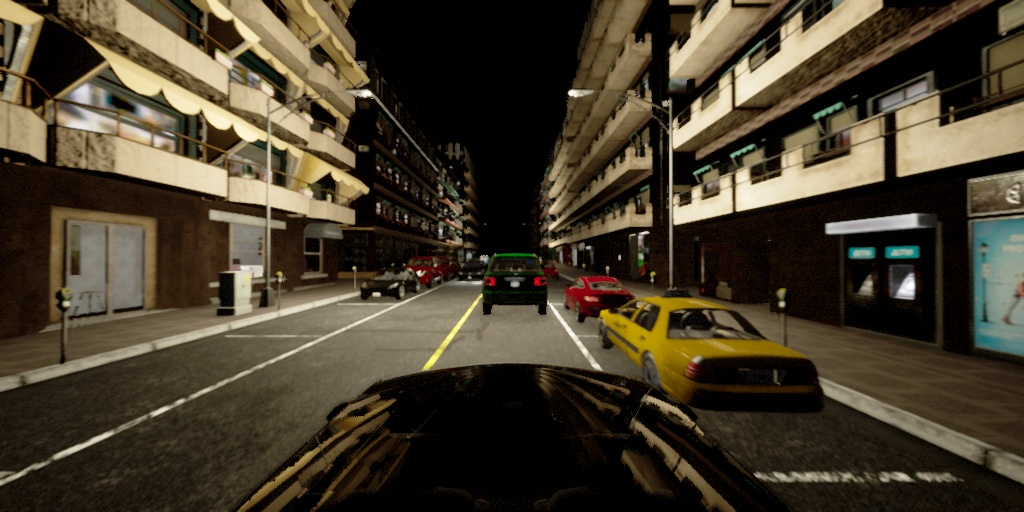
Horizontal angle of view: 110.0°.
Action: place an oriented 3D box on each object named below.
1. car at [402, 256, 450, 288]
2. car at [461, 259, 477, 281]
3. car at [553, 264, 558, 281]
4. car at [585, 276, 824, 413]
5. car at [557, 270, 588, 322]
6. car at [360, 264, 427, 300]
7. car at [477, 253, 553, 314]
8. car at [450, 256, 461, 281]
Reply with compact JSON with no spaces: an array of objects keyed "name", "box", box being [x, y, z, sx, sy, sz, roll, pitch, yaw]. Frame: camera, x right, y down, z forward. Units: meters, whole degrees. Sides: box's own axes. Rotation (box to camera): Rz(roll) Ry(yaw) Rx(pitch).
[{"name":"car","box":[-5.677,0.956,22.780,2.192,1.841,5.009,0,0,0]},{"name":"car","box":[-3.071,1.158,28.785,2.033,1.411,5.357,0,0,0]},{"name":"car","box":[2.707,1.195,28.307,1.802,1.307,4.207,0,0,0]},{"name":"car","box":[2.694,1.253,6.192,1.751,1.417,4.829,0,0,0]},{"name":"car","box":[2.697,1.281,11.594,1.802,1.307,4.207,0,0,0]},{"name":"car","box":[-5.680,1.236,17.209,1.948,1.339,4.313,0,0,0]},{"name":"car","box":[0.098,0.914,13.625,2.150,2.045,5.566,0,1,0]},{"name":"car","box":[-5.674,0.928,28.352,2.192,1.841,5.009,0,0,0]}]
